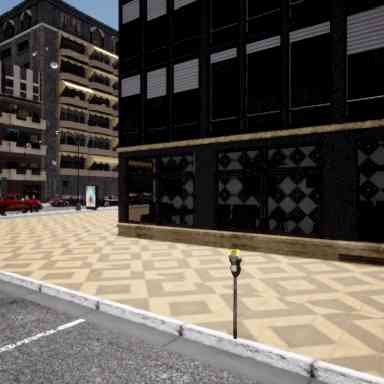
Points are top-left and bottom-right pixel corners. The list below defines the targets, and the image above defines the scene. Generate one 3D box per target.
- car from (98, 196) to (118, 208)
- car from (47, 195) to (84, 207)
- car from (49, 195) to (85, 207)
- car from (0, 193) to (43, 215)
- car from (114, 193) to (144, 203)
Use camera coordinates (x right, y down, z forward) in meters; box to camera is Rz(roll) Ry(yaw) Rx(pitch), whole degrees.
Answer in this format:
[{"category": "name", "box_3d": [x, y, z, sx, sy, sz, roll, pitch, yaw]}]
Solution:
[{"category": "car", "box_3d": [-9.271, 1.072, 37.901, 1.947, 1.339, 4.313, 1, 2, 35]}, {"category": "car", "box_3d": [-16.166, 1.074, 42.663, 1.802, 1.307, 4.206, 1, 2, 35]}, {"category": "car", "box_3d": [-14.699, 1.082, 40.274, 1.994, 1.385, 4.181, 0, 1, 35]}, {"category": "car", "box_3d": [-15.642, 1.029, 28.813, 2.192, 1.841, 5.009, 1, 2, 35]}, {"category": "car", "box_3d": [-9.795, 0.834, 51.742, 2.008, 1.369, 4.403, 2, 2, 35]}]
